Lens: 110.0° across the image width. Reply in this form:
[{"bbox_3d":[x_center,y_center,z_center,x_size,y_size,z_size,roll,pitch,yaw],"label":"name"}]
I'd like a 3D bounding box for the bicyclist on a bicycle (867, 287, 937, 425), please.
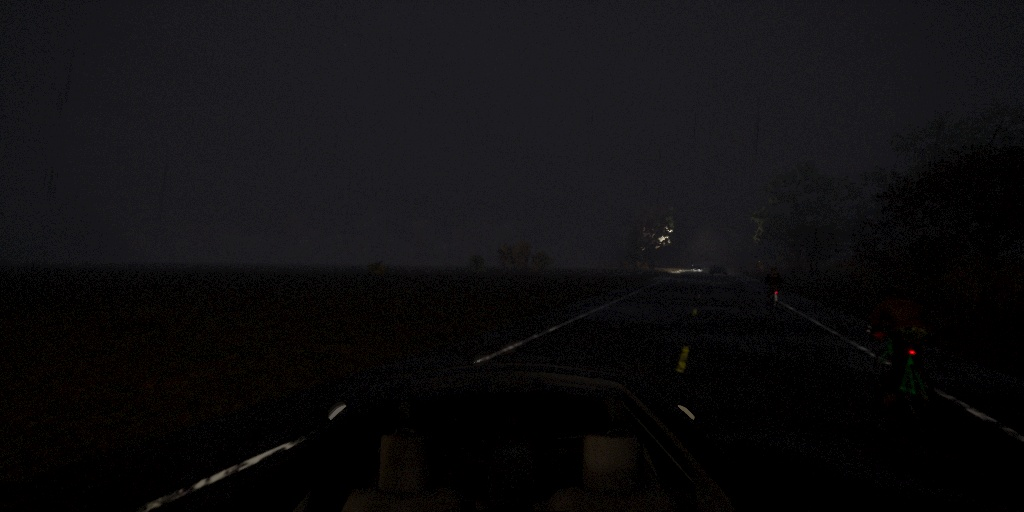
[{"bbox_3d":[5.218,1.248,4.821,0.582,1.620,1.656,0,-1,29],"label":"bicyclist on a bicycle"}]

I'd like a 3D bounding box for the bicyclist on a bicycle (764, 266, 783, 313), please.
[{"bbox_3d":[10.261,1.289,14.104,0.659,1.776,1.843,0,-1,29],"label":"bicyclist on a bicycle"}]

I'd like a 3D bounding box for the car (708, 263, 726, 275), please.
[{"bbox_3d":[29.793,1.986,51.863,1.994,1.385,4.181,0,-1,28],"label":"car"}]
